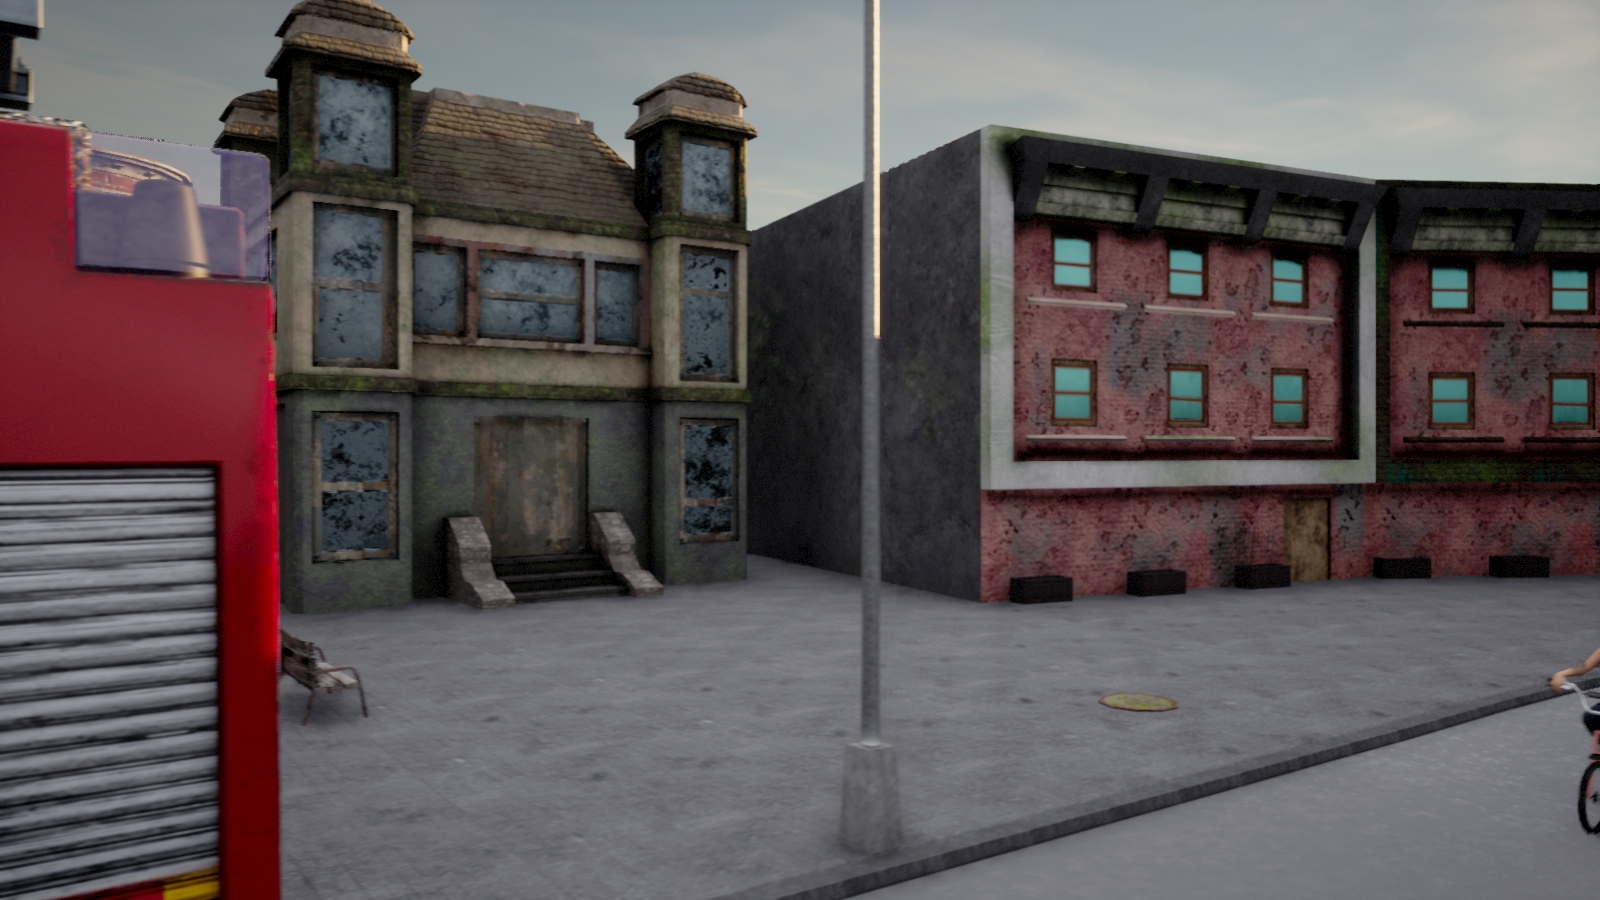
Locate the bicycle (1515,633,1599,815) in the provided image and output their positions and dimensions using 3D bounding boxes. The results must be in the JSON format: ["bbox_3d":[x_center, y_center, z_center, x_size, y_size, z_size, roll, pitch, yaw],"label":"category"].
[{"bbox_3d":[6.199,2.036,8.593,1.487,1.080,0.859,0,0,-34],"label":"bicycle"}]
